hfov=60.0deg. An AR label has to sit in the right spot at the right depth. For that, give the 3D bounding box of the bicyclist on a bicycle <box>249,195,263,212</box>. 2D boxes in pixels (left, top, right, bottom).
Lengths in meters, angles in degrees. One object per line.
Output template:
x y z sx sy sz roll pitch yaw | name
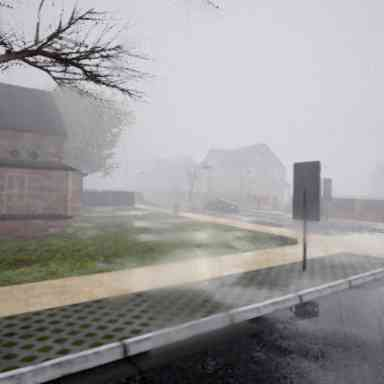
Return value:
5.946 1.076 30.820 1.656 1.620 0.582 1 1 -28 | bicyclist on a bicycle

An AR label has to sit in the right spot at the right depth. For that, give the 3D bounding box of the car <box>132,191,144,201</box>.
-9.147 0.651 53.323 1.837 1.490 4.892 1 1 -27 | car

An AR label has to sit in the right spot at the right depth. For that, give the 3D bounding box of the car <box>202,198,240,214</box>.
2.602 1.243 30.880 1.994 1.385 4.181 1 1 -27 | car
